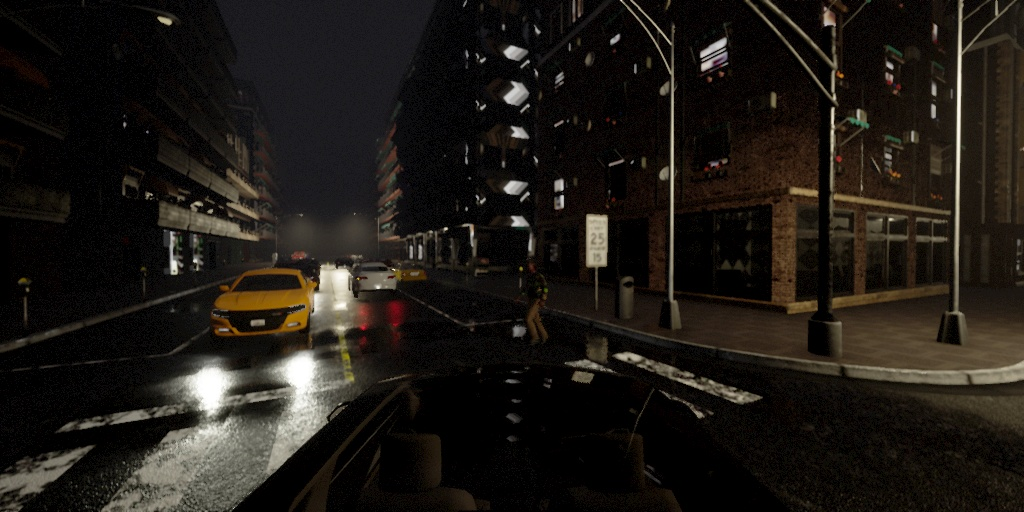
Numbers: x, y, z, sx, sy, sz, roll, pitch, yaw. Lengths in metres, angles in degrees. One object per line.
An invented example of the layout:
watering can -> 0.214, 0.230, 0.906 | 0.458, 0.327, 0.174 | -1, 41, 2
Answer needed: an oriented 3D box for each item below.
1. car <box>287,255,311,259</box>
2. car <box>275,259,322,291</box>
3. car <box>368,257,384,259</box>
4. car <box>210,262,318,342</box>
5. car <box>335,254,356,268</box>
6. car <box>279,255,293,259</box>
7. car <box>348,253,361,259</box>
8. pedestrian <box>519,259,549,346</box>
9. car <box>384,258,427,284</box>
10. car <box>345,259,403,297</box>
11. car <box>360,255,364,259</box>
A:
car -> -15.936, 0.910, 27.952 | 2.033, 1.411, 5.357 | 0, 1, -27
car -> -11.077, 1.057, 18.585 | 1.994, 1.385, 4.181 | 0, 1, -27
car -> -11.793, 0.850, 32.528 | 1.888, 1.381, 4.507 | 0, 0, -27
car -> -6.510, 1.102, 9.778 | 1.882, 1.535, 5.008 | 0, 1, -27
car -> -20.240, 0.763, 43.165 | 1.895, 1.301, 4.718 | 0, 1, -27
car -> -24.459, 0.800, 38.733 | 1.802, 1.307, 4.207 | 0, 0, -27
car -> -24.840, 0.523, 57.651 | 2.007, 1.370, 4.403 | 0, 0, -27
pedestrian -> 0.460, 0.959, 7.555 | 0.375, 1.860, 0.375 | 0, 1, -27
car -> -6.654, 0.969, 22.632 | 1.751, 1.417, 4.829 | 0, 0, -27
car -> -6.694, 1.044, 17.088 | 1.812, 1.442, 4.674 | 0, 1, -27
car -> -14.402, 0.783, 37.552 | 1.888, 1.381, 4.507 | 0, 0, -27
